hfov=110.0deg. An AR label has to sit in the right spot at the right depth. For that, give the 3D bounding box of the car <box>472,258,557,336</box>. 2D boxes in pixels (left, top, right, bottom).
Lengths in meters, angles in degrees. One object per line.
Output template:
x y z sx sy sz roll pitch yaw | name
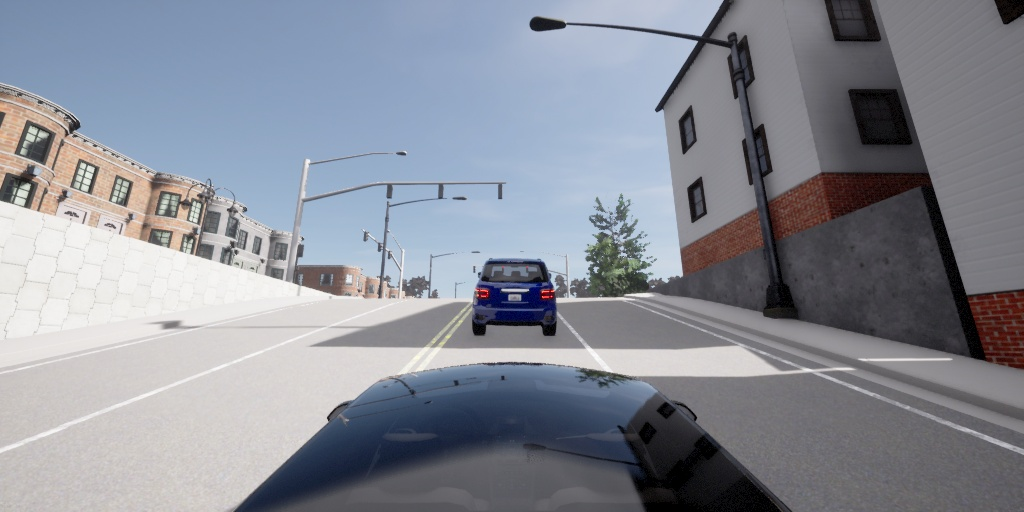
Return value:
0.076 1.097 11.026 2.150 2.045 5.566 1 -1 0 | car
